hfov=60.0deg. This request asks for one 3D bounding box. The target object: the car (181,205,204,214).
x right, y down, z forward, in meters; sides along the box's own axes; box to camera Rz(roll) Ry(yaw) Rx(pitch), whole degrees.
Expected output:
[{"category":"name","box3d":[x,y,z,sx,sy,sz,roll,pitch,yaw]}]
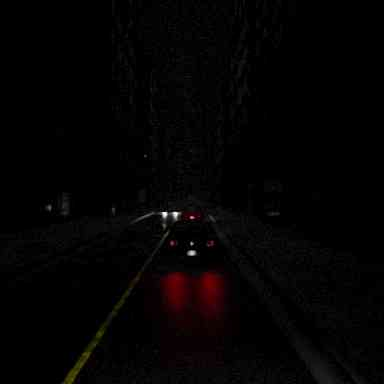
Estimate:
[{"category":"car","box3d":[0.019,1.887,28.912,1.812,1.442,4.674,0,-1,0]}]

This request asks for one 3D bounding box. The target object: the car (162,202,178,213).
[{"category":"car","box3d":[-3.026,2.134,47.176,1.812,1.442,4.674,0,-1,1]}]

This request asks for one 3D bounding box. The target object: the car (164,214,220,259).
[{"category":"car","box3d":[0.013,1.761,13.257,1.895,1.301,4.718,0,-1,0]}]
